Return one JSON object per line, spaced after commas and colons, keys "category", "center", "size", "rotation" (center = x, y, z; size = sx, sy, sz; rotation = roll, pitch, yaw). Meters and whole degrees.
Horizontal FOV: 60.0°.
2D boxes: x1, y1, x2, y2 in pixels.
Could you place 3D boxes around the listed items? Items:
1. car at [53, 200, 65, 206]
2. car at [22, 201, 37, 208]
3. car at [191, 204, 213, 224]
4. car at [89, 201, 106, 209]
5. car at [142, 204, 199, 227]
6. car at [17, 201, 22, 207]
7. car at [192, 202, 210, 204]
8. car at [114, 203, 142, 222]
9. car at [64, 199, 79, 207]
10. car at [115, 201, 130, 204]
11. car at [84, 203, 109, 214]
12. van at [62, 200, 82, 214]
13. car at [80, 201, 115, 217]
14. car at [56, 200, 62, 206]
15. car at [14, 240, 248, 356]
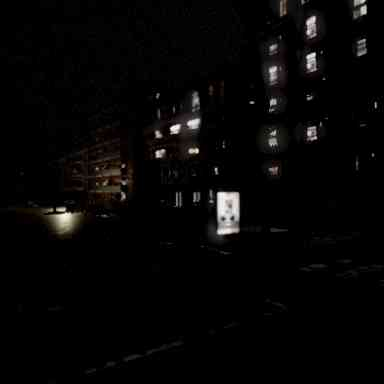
{"category": "car", "center": [-34.061, 2.797, 84.951], "size": [1.887, 1.381, 4.507], "rotation": [-2, 0, -36]}
{"category": "car", "center": [-34.318, 2.703, 71.015], "size": [2.008, 1.369, 4.403], "rotation": [-2, 0, -36]}
{"category": "car", "center": [0.942, 1.903, 26.741], "size": [1.895, 1.301, 4.718], "rotation": [-1, -1, -36]}
{"category": "car", "center": [-17.732, 2.423, 62.395], "size": [1.802, 1.307, 4.206], "rotation": [-2, 0, -36]}
{"category": "car", "center": [-1.764, 1.887, 25.827], "size": [2.008, 1.369, 4.403], "rotation": [-2, 0, -36]}
{"category": "car", "center": [-40.849, 2.862, 80.037], "size": [1.887, 1.381, 4.507], "rotation": [-2, 0, -36]}
{"category": "car", "center": [0.653, 1.823, 37.215], "size": [1.967, 1.590, 4.097], "rotation": [-2, 0, -36]}
{"category": "car", "center": [-5.031, 1.968, 30.338], "size": [2.008, 1.369, 4.403], "rotation": [-2, 0, -36]}
{"category": "car", "center": [-27.533, 2.527, 75.929], "size": [1.967, 1.590, 4.097], "rotation": [-2, 0, -36]}
{"category": "car", "center": [-11.200, 2.117, 53.376], "size": [1.967, 1.590, 4.097], "rotation": [-2, 0, -36]}
{"category": "car", "center": [-13.435, 2.262, 46.678], "size": [1.895, 1.301, 4.718], "rotation": [-1, -1, -35]}
{"category": "van", "center": [-16.030, 2.034, 45.698], "size": [1.690, 1.788, 3.998], "rotation": [-2, 0, -36]}
{"category": "car", "center": [-11.109, 2.114, 38.813], "size": [1.887, 1.381, 4.507], "rotation": [-2, 0, -36]}
{"category": "car", "center": [-30.795, 2.735, 80.440], "size": [1.947, 1.339, 4.313], "rotation": [-2, 0, -36]}
{"category": "car", "center": [-0.822, 1.582, 5.981], "size": [4.206, 1.307, 1.802], "rotation": [0, 0, -35]}
